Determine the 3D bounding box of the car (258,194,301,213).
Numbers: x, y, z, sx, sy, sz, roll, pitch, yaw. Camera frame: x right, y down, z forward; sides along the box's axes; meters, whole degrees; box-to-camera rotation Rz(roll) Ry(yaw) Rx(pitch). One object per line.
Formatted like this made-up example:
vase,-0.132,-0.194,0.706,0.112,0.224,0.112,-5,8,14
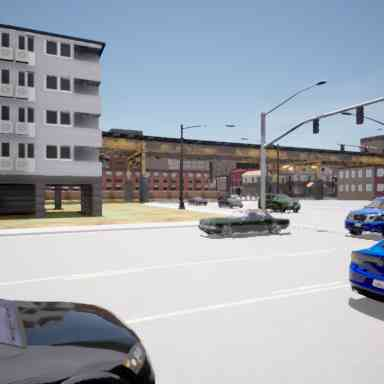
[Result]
car,9.651,1.218,37.283,2.150,2.045,5.566,0,0,-26

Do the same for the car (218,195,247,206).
car,5.278,1.521,46.437,1.812,1.442,4.674,0,0,-25

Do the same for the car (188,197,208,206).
car,0.858,1.542,55.887,2.033,1.411,5.357,0,0,-20

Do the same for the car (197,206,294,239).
car,2.693,1.599,17.356,4.718,1.301,1.895,0,0,-24

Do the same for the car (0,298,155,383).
car,-2.418,1.564,2.758,4.181,1.385,1.994,0,0,-32

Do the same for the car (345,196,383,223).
car,10.424,1.212,16.989,5.566,2.045,2.150,0,0,-25

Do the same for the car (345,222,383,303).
car,5.560,1.476,6.910,5.008,1.535,1.882,0,0,-25
